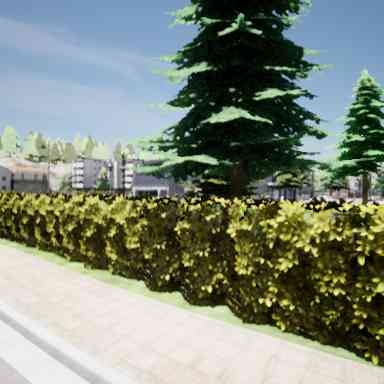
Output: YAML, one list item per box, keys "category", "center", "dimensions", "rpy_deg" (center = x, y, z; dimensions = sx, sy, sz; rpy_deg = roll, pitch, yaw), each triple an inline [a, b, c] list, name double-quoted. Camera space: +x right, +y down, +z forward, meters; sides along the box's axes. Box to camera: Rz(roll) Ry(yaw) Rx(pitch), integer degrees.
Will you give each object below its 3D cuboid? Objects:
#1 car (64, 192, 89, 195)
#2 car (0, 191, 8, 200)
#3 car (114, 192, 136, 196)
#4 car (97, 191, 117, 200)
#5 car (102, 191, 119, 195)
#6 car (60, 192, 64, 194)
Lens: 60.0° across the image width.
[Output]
- category: "car"
  center: [-27.328, 0.775, 80.425]
  dimensions: [2.152, 1.636, 5.027]
  rpy_deg: [0, 0, 44]
- category: "car"
  center: [-41.772, 0.692, 70.256]
  dimensions: [1.932, 1.855, 4.605]
  rpy_deg: [0, 0, 44]
- category: "car"
  center: [-10.067, 1.168, 53.352]
  dimensions: [1.970, 1.475, 3.806]
  rpy_deg: [0, 0, 44]
- category: "car"
  center: [-18.221, 0.767, 71.438]
  dimensions: [1.905, 1.878, 3.866]
  rpy_deg: [0, 0, 44]
- category: "car"
  center: [-15.863, 0.803, 69.691]
  dimensions: [1.932, 1.855, 4.605]
  rpy_deg: [0, 0, 44]
- category: "car"
  center: [-32.123, 0.820, 84.702]
  dimensions: [1.970, 1.475, 3.806]
  rpy_deg: [0, 0, 44]
